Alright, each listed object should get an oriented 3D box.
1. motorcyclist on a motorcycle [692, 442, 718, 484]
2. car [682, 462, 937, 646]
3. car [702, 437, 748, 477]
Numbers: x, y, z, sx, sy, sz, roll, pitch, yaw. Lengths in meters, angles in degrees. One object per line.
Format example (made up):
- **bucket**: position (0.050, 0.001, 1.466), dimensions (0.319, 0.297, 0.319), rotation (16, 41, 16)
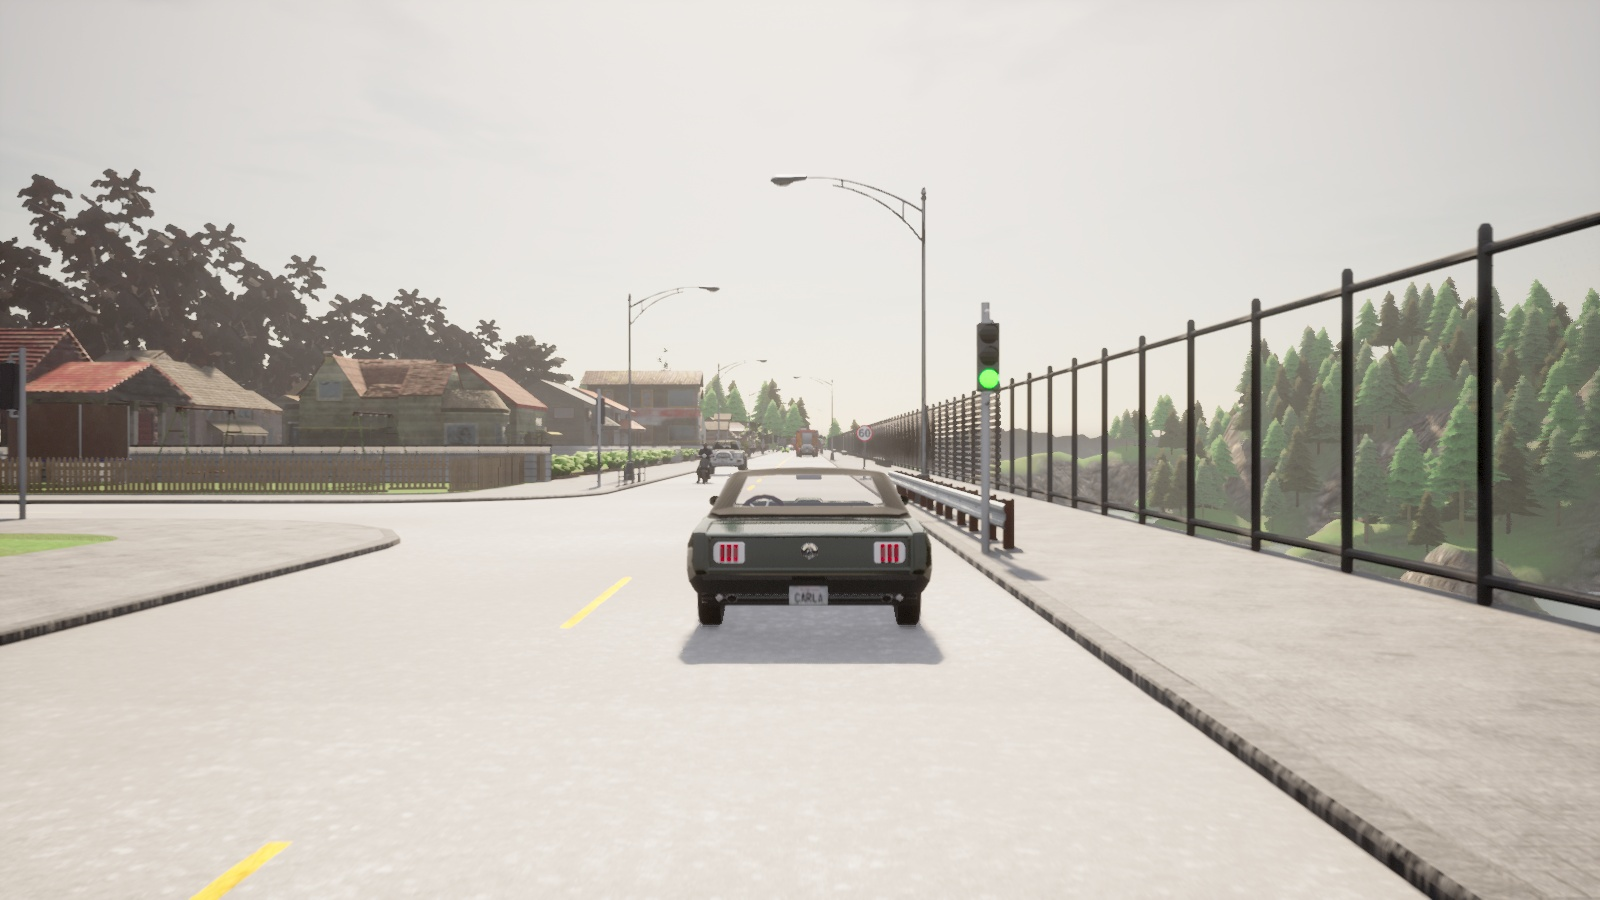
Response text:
- **motorcyclist on a motorcycle**: position (-3.704, 0.497, 48.969), dimensions (0.866, 1.590, 1.817), rotation (0, 0, 0)
- **car**: position (0.082, 0.799, 11.696), dimensions (1.895, 1.301, 4.718), rotation (0, 0, 0)
- **car**: position (-3.630, 0.310, 61.390), dimensions (1.932, 1.855, 4.605), rotation (0, 0, 0)
